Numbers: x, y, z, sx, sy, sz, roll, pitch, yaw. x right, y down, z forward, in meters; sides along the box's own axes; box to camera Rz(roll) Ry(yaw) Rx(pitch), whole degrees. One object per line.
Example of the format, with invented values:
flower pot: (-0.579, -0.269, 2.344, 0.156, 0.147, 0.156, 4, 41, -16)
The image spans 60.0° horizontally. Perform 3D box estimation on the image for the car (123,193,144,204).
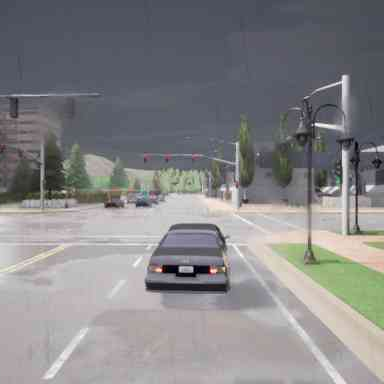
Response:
car: (-10.545, 1.487, 59.850, 2.128, 1.511, 4.902, 0, 0, 0)

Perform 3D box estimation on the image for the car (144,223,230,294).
car: (0.059, 1.547, 8.951, 2.033, 1.411, 5.357, 0, 0, 4)

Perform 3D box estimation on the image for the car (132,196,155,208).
car: (-7.064, 1.597, 48.797, 1.895, 1.301, 4.718, 0, 0, 0)

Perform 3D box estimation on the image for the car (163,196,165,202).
car: (-6.970, 1.520, 72.866, 2.128, 1.511, 4.902, 0, 0, 0)

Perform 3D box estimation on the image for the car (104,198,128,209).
car: (-10.572, 1.597, 45.531, 1.895, 1.301, 4.718, 0, 0, 0)

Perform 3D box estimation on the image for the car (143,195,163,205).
car: (-7.043, 1.543, 59.943, 2.033, 1.411, 5.357, 0, 0, 0)
